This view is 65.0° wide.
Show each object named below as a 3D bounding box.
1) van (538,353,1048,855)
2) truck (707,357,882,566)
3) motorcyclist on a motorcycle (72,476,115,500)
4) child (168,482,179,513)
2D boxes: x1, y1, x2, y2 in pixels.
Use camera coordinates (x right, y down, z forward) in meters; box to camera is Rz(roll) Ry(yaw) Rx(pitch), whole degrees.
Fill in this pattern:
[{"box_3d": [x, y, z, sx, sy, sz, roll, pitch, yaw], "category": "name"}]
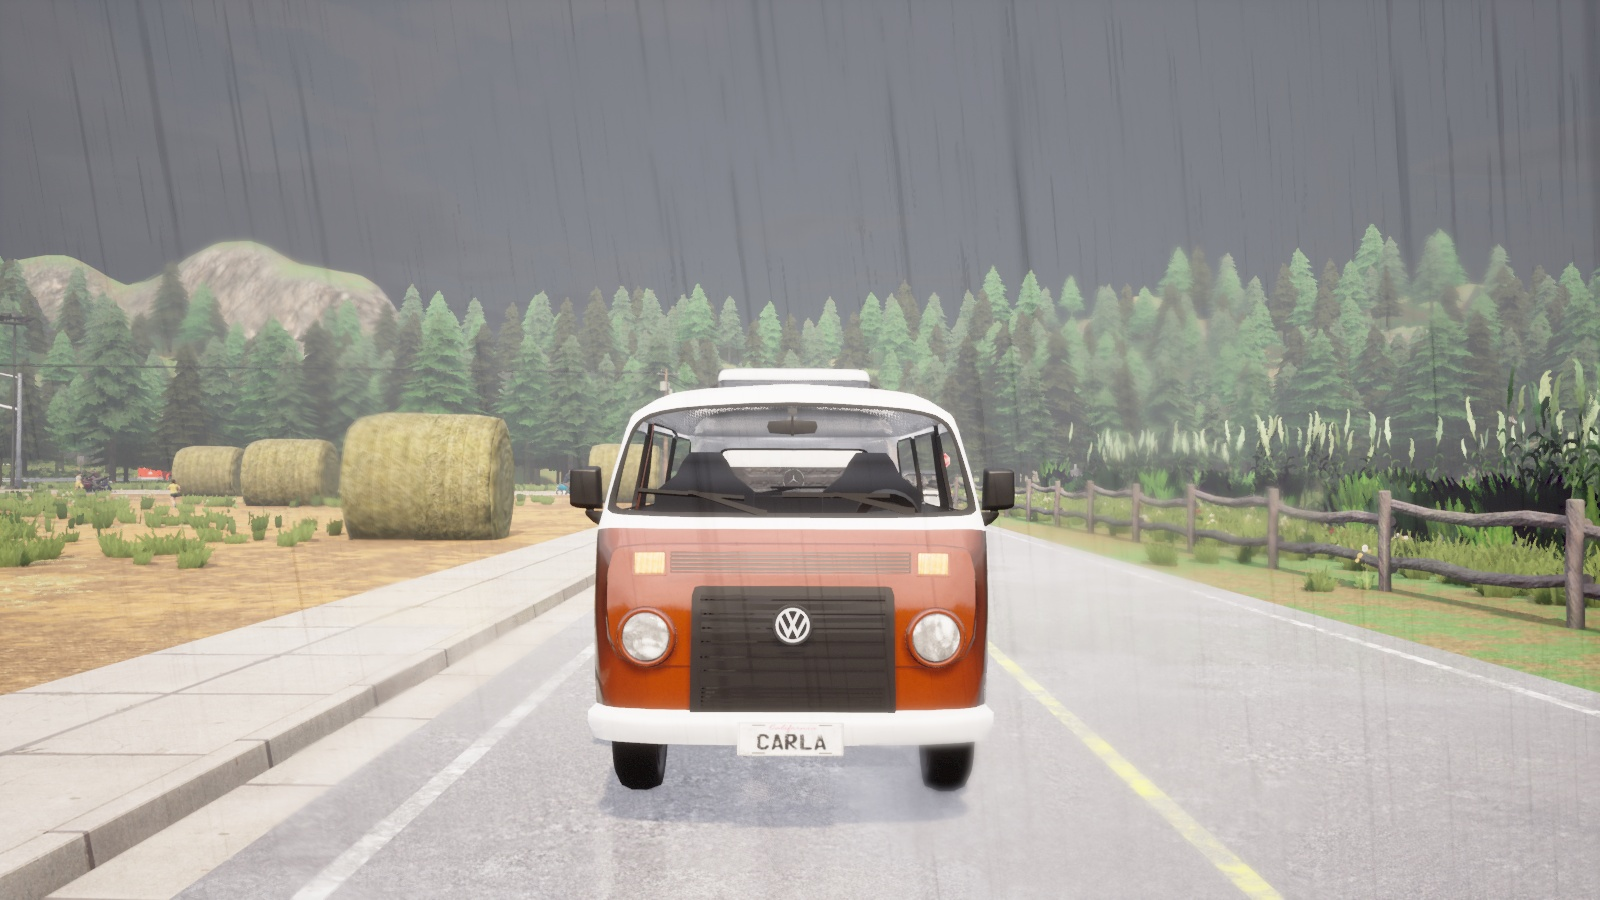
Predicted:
[{"box_3d": [-0.037, 0.662, 7.364, 2.069, 2.038, 4.480, 0, -1, 0], "category": "van"}, {"box_3d": [-0.119, 0.249, 24.809, 2.891, 3.462, 7.936, 0, -1, 0], "category": "truck"}, {"box_3d": [-44.225, 2.378, 78.594, 2.191, 1.530, 0.866, 0, -1, -3], "category": "motorcyclist on a motorcycle"}, {"box_3d": [-22.658, 1.706, 45.419, 0.394, 1.110, 0.255, -1, -1, 43], "category": "child"}]
